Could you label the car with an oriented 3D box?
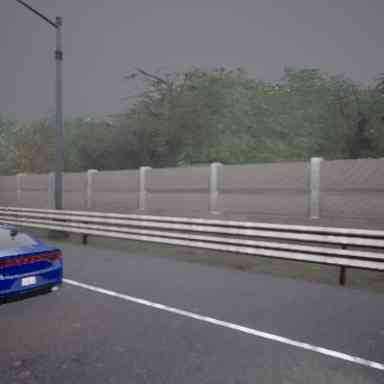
[{"bbox_3d":[-4.930,1.436,7.425,5.008,1.535,1.882,0,0,36],"label":"car"}]
